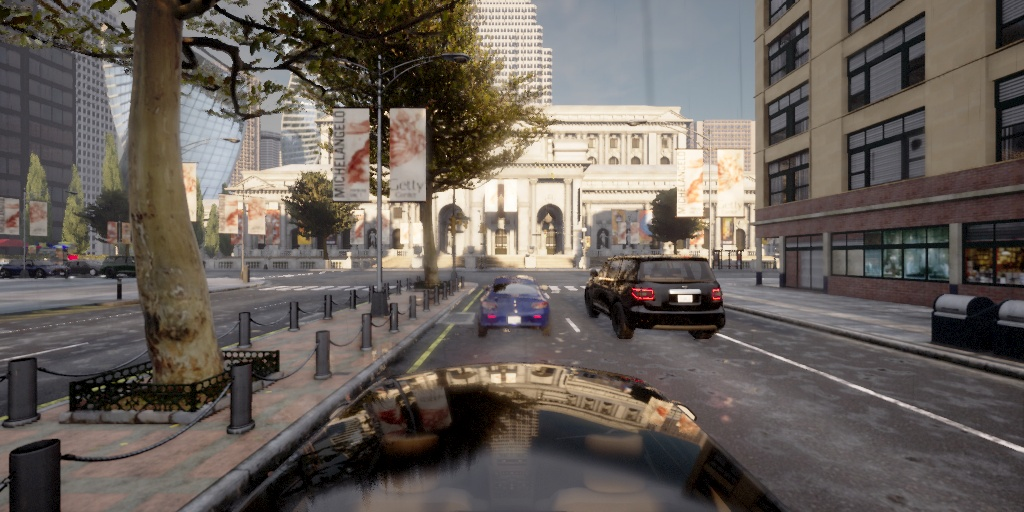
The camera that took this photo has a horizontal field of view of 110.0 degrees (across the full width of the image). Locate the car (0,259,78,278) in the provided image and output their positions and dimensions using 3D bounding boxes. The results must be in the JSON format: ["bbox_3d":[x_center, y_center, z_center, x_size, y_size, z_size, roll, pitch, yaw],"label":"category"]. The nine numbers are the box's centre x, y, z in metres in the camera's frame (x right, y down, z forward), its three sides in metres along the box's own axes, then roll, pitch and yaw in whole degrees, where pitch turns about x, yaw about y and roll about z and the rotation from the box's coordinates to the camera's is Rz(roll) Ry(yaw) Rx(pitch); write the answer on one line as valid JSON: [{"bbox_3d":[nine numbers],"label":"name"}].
[{"bbox_3d":[-45.070,1.117,34.073,4.553,1.767,2.097,0,0,-2],"label":"car"}]

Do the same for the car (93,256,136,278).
[{"bbox_3d":[-35.659,0.987,34.151,5.566,2.045,2.150,0,0,0],"label":"car"}]

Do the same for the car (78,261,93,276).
[{"bbox_3d":[-44.440,1.271,37.597,4.892,1.490,1.837,0,0,-1],"label":"car"}]

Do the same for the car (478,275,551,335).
[{"bbox_3d":[0.078,1.280,10.422,1.812,1.442,4.674,0,0,0],"label":"car"}]

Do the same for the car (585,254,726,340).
[{"bbox_3d":[3.581,0.976,10.095,2.150,2.045,5.566,0,0,0],"label":"car"}]
